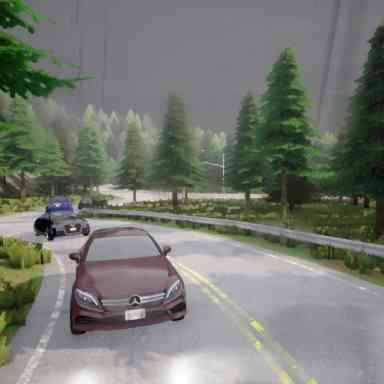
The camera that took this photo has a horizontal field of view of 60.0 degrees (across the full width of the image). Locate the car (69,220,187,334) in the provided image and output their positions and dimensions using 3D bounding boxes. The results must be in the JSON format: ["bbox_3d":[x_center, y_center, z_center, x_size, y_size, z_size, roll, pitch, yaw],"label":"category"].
[{"bbox_3d":[-1.510,1.523,7.043,1.812,1.442,4.674,-2,0,-17],"label":"car"}]

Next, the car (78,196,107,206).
[{"bbox_3d":[-12.650,1.289,42.803,2.097,1.767,4.553,2,2,13],"label":"car"}]

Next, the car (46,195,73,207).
[{"bbox_3d":[-12.810,1.326,32.218,2.150,2.045,5.566,-1,0,-18],"label":"car"}]

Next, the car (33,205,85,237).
[{"bbox_3d":[-7.026,1.664,17.750,1.994,1.385,4.181,-4,2,-38],"label":"car"}]
